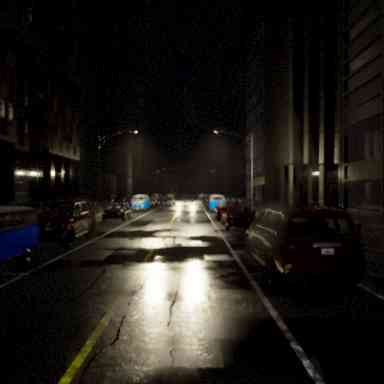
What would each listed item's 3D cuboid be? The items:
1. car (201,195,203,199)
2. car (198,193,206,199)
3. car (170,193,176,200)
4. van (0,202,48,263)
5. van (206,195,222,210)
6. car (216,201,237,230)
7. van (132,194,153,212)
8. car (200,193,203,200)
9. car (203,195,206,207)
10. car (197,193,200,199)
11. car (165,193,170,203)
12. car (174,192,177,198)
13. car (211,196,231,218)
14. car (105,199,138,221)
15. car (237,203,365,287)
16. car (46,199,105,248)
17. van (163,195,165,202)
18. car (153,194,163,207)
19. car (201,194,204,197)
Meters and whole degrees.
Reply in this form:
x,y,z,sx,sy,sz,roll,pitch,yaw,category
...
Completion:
x,y,z,sx,sy,sz,roll,pitch,yaw,category
2.769,1.418,48.424,1.947,1.339,4.313,0,0,0,car
2.774,1.192,93.296,1.967,1.590,4.097,0,0,0,car
-5.753,1.340,82.073,1.947,1.339,4.313,0,0,0,car
-5.760,1.312,9.150,1.690,1.788,3.998,0,0,0,van
2.768,1.227,37.204,1.690,1.788,3.998,0,0,0,van
2.766,1.481,20.378,1.887,1.381,4.507,0,0,0,car
-5.757,1.227,37.197,1.690,1.788,3.998,0,0,0,van
2.770,1.345,59.812,1.752,1.417,4.829,0,0,0,car
2.769,1.414,42.814,1.887,1.381,4.507,0,0,0,car
2.773,1.325,82.077,2.008,1.369,4.403,0,0,0,car
-5.755,1.333,65.074,1.752,1.417,4.829,0,0,0,car
-5.752,1.203,87.682,1.967,1.590,4.097,0,0,0,car
2.767,1.359,25.986,1.967,1.590,4.097,0,0,0,car
-5.759,1.470,25.978,2.008,1.369,4.403,0,0,0,car
2.765,1.286,9.159,2.192,1.841,5.009,0,0,0,car
-5.760,1.269,14.759,2.192,1.841,5.009,0,0,0,car
-5.755,1.177,54.026,1.690,1.788,3.998,0,0,0,van
-5.756,1.293,48.417,1.967,1.590,4.097,0,0,0,car
2.770,1.360,54.203,1.752,1.417,4.829,0,0,0,car
